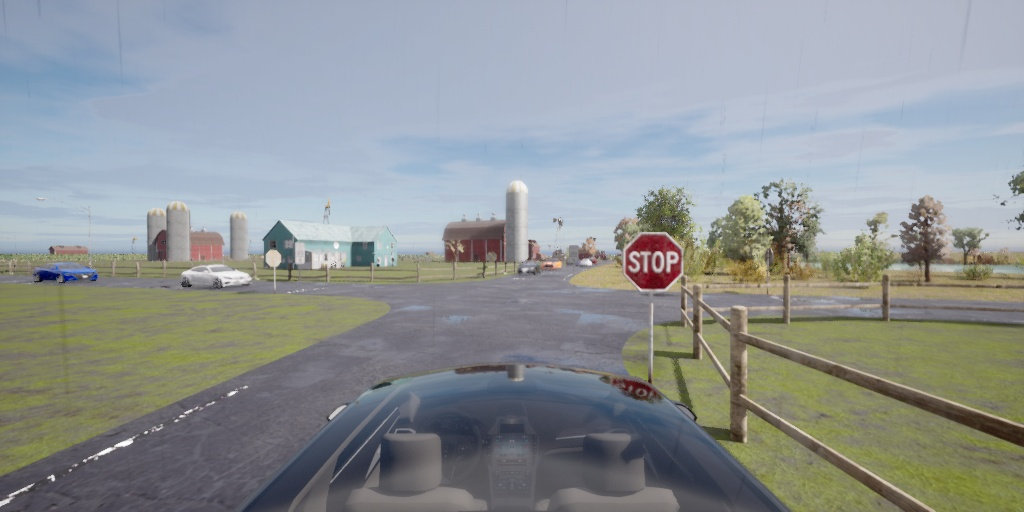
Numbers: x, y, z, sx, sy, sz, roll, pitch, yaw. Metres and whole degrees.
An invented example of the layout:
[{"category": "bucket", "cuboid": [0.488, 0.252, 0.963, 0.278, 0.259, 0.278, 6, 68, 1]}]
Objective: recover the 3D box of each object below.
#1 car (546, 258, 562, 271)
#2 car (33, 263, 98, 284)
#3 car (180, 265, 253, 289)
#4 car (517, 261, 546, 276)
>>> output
[{"category": "car", "cuboid": [5.630, 1.086, 50.232, 2.097, 1.767, 4.553, 0, 0, 18]}, {"category": "car", "cuboid": [-34.729, 1.293, 27.904, 5.008, 1.535, 1.882, 0, 1, 17]}, {"category": "car", "cuboid": [-19.069, 1.305, 23.060, 4.674, 1.442, 1.812, 0, 1, 17]}, {"category": "car", "cuboid": [1.858, 1.225, 37.302, 2.128, 1.511, 4.902, 0, 0, 14]}]
